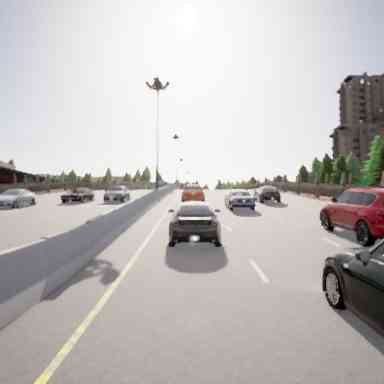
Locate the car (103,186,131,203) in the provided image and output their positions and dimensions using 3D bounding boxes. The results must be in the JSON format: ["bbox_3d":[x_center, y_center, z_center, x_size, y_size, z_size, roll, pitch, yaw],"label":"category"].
[{"bbox_3d":[-7.092,0.199,31.722,2.128,1.511,4.902,0,3,0],"label":"car"}]

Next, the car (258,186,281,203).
[{"bbox_3d":[7.102,0.214,31.691,1.837,1.490,4.892,0,3,0],"label":"car"}]

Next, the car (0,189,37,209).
[{"bbox_3d":[-14.096,0.492,26.483,1.812,1.442,4.674,0,3,0],"label":"car"}]

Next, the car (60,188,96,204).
[{"bbox_3d":[-10.594,0.339,31.112,1.895,1.301,4.718,0,3,0],"label":"car"}]

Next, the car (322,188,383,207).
[{"bbox_3d":[7.101,0.837,13.285,2.150,2.045,5.566,0,3,0],"label":"car"}]

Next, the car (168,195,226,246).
[{"bbox_3d":[0.101,1.126,13.233,1.837,1.490,4.892,0,3,0],"label":"car"}]

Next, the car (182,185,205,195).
[{"bbox_3d":[0.102,0.073,31.438,2.097,1.767,4.553,0,3,0],"label":"car"}]

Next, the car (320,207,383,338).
[{"bbox_3d":[3.599,1.289,4.684,2.097,1.767,4.553,0,1,0],"label":"car"}]

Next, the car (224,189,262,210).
[{"bbox_3d":[3.601,0.561,25.493,2.033,1.411,5.357,0,3,0],"label":"car"}]
